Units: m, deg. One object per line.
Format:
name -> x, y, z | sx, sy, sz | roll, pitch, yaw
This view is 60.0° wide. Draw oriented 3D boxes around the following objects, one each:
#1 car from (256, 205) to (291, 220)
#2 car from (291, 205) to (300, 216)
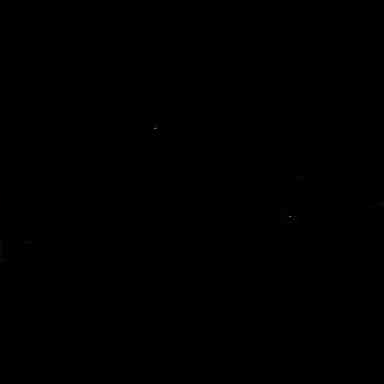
car -> 8.776, 2.337, 36.480 | 1.882, 1.535, 5.008 | 1, -1, 35
car -> 14.581, 2.704, 49.514 | 2.128, 1.511, 4.902 | 1, -1, 35
